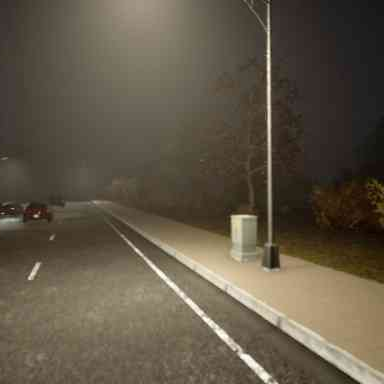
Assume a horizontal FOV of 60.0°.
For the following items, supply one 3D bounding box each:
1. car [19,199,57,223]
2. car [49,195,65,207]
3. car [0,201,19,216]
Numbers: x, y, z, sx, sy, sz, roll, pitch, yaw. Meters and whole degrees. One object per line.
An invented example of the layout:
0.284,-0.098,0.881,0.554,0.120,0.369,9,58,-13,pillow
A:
-11.457,1.481,25.021,1.812,1.442,4.674,-1,0,-19,car
-19.055,1.248,46.989,2.097,1.767,4.553,-1,1,-19,car
-17.294,1.576,31.381,1.895,1.301,4.718,-1,0,-19,car
